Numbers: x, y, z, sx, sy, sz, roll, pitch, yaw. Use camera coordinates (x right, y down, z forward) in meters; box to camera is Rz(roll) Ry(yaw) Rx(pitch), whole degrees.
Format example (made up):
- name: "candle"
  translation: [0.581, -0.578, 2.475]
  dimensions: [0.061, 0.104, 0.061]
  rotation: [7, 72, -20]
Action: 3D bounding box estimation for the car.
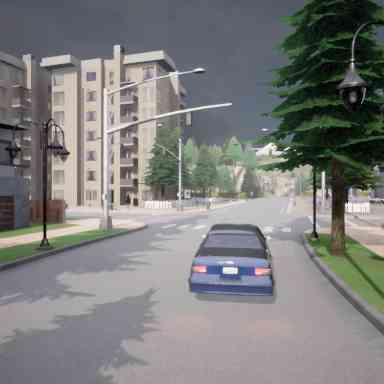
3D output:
- name: "car"
  translation: [1.137, 1.547, 8.833]
  dimensions: [2.033, 1.411, 5.357]
  rotation: [0, 0, 9]
